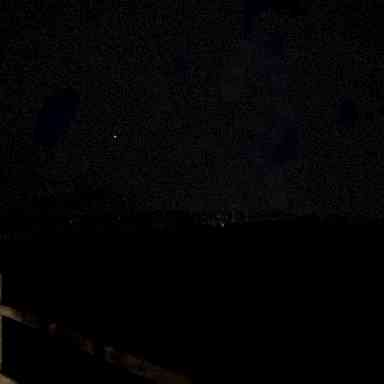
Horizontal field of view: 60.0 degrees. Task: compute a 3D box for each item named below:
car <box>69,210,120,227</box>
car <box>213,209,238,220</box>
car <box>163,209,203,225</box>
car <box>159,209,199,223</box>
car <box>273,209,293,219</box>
[{"bbox_3d":[-8.580,2.310,29.411,2.128,1.511,4.902,0,-2,36],"label":"car"},{"bbox_3d":[4.958,3.280,48.281,1.837,1.490,4.892,0,-3,36],"label":"car"},{"bbox_3d":[-0.658,2.690,35.421,2.128,1.511,4.902,0,-2,36],"label":"car"},{"bbox_3d":[-1.423,2.809,39.412,2.128,1.511,4.902,0,-3,36],"label":"car"},{"bbox_3d":[16.233,3.779,59.066,2.097,1.767,4.553,0,-3,38],"label":"car"}]
